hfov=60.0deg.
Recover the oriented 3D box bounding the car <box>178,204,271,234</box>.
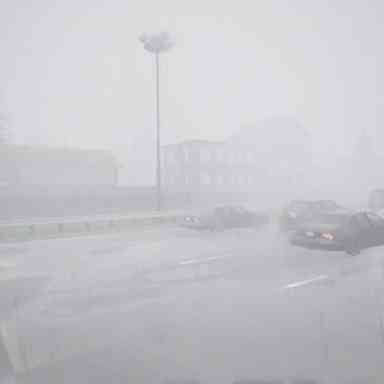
[{"bbox_3d":[1.847,1.375,17.965,5.357,1.411,2.033,-1,1,-36],"label":"car"}]

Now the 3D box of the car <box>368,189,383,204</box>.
[{"bbox_3d":[17.719,0.765,29.289,5.566,2.045,2.150,-1,1,-36],"label":"car"}]

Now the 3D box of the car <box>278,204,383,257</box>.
[{"bbox_3d":[5.850,1.376,12.221,5.357,1.411,2.033,-1,1,-36],"label":"car"}]

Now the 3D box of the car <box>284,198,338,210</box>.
[{"bbox_3d":[6.548,1.132,17.019,4.553,1.767,2.097,-1,1,-36],"label":"car"}]
